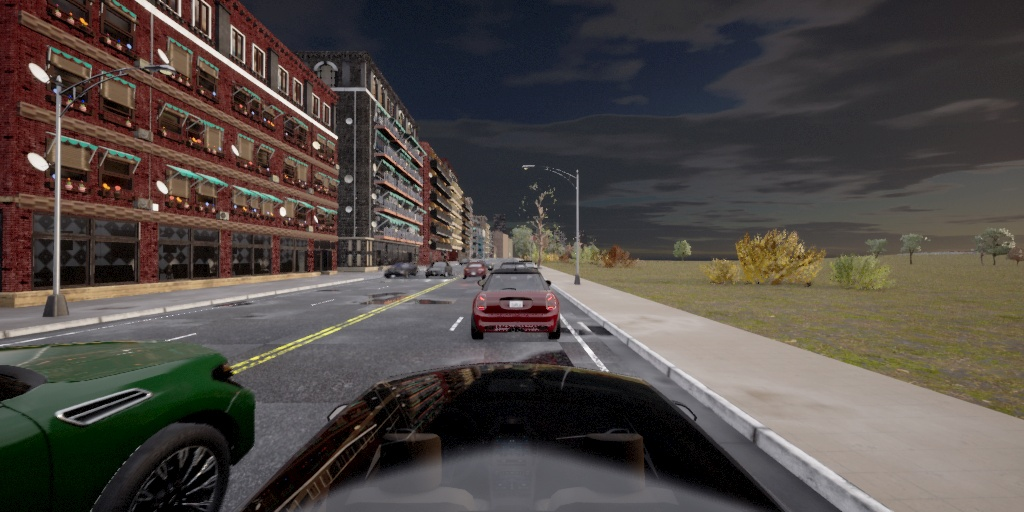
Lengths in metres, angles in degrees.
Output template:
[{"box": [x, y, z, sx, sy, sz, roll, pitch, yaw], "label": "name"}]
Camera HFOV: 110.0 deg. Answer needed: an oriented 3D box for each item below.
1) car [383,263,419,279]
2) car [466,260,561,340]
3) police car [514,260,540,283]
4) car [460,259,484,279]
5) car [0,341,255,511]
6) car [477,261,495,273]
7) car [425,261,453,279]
[{"box": [-9.880, 1.301, 32.455, 2.033, 1.411, 5.357, 0, 0, 0], "label": "car"}, {"box": [0.083, 1.103, 10.179, 2.097, 1.767, 4.553, 0, 0, 0], "label": "car"}, {"box": [1.109, 1.179, 29.446, 1.930, 1.638, 5.238, 0, 0, 0], "label": "police car"}, {"box": [-3.183, 1.279, 31.982, 1.812, 1.442, 4.674, 0, 0, 0], "label": "car"}, {"box": [-3.151, 0.970, 0.502, 2.150, 2.045, 5.566, 0, 0, 0], "label": "car"}, {"box": [-3.194, 1.354, 45.140, 1.895, 1.301, 4.718, 0, 0, 0], "label": "car"}, {"box": [-6.633, 1.258, 32.993, 1.837, 1.490, 4.892, 0, 0, 0], "label": "car"}]
